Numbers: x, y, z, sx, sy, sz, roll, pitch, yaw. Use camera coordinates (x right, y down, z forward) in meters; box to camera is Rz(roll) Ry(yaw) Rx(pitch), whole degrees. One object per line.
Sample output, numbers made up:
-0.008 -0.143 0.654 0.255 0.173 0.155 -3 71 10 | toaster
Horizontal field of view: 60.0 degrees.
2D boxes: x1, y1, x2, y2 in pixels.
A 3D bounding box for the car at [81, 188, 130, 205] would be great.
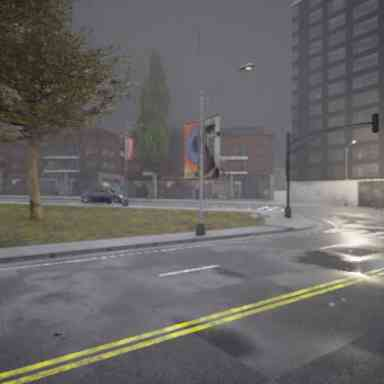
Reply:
-8.397 0.381 32.650 4.553 1.767 2.097 1 0 11 | car
